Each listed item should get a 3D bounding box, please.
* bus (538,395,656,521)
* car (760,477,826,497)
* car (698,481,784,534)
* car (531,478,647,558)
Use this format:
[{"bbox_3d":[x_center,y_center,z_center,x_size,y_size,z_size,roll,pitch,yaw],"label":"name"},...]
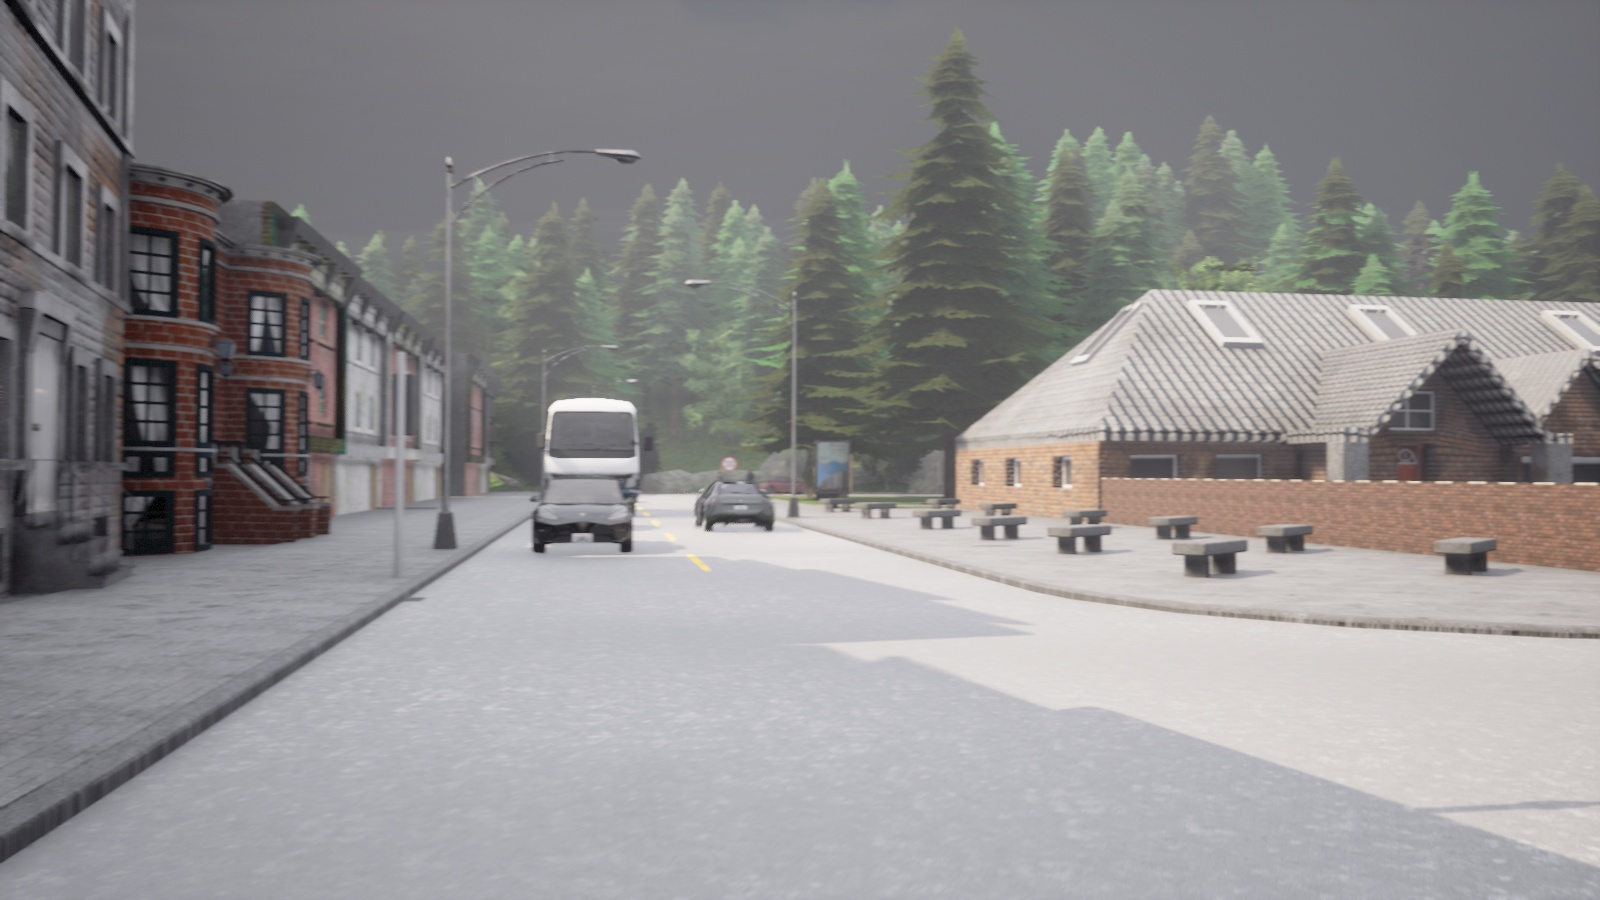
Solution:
[{"bbox_3d":[-7.644,0.379,47.724,3.944,4.253,10.273,0,-1,-9],"label":"bus"},{"bbox_3d":[-0.516,2.560,87.311,4.181,1.385,1.994,0,-1,-16],"label":"car"},{"bbox_3d":[-1.732,1.567,35.393,1.994,1.385,4.181,0,-1,-9],"label":"car"},{"bbox_3d":[-4.357,1.332,26.116,2.163,1.488,4.792,0,-1,-9],"label":"car"}]
